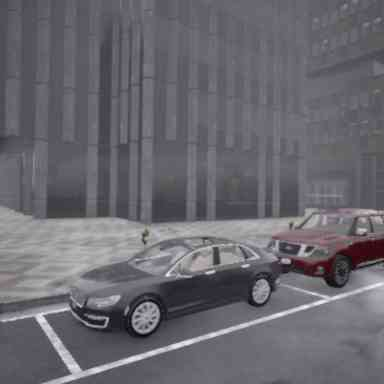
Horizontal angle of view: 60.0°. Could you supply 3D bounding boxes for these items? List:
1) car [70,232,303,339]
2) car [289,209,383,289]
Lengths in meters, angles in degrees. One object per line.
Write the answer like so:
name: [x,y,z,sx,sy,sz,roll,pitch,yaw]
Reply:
car: [-0.090,1.602,6.581,4.403,1.369,2.008,1,0,-35]
car: [4.411,1.446,9.791,5.009,1.841,2.192,1,0,-35]
